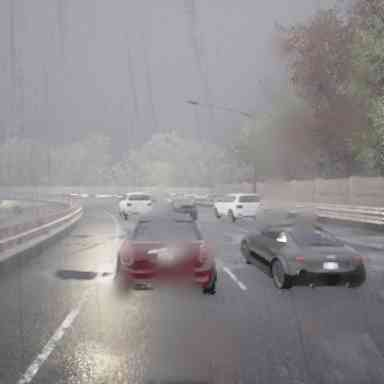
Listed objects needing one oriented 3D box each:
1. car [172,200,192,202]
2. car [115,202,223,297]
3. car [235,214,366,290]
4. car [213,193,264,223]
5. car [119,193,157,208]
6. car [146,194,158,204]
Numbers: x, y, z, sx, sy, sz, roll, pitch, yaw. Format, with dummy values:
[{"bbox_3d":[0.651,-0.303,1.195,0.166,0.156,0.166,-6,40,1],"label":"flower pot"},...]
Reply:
[{"bbox_3d":[-0.940,1.387,27.019,1.837,1.490,4.892,0,0,-16],"label":"car"},{"bbox_3d":[-0.738,1.312,8.730,2.097,1.767,4.553,0,0,-7],"label":"car"},{"bbox_3d":[2.737,1.537,9.099,1.994,1.385,4.181,0,0,-7],"label":"car"},{"bbox_3d":[3.340,1.131,24.870,2.150,2.045,5.566,0,0,-15],"label":"car"},{"bbox_3d":[-4.723,1.086,27.532,2.150,2.045,5.566,0,0,-17],"label":"car"},{"bbox_3d":[-7.318,1.224,59.817,1.837,1.490,4.892,0,0,-10],"label":"car"}]
